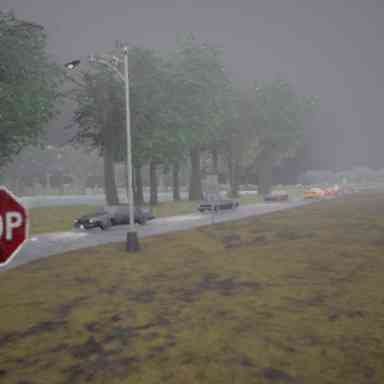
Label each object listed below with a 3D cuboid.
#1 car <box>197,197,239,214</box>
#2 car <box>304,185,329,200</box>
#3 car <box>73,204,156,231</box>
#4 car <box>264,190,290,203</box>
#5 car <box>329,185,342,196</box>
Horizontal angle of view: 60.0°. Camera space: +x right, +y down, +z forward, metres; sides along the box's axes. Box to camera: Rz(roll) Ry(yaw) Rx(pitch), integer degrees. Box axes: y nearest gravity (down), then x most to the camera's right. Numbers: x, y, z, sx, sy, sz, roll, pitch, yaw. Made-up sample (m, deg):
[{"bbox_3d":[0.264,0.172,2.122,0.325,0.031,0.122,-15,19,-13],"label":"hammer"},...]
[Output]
[{"bbox_3d":[2.445,1.197,30.462,1.895,1.301,4.718,-2,1,35],"label":"car"},{"bbox_3d":[16.881,0.206,45.808,1.882,1.535,5.008,-2,1,35],"label":"car"},{"bbox_3d":[-4.566,1.476,20.529,2.033,1.411,5.357,-2,0,35],"label":"car"},{"bbox_3d":[10.793,0.540,42.247,1.882,1.535,5.008,-2,1,36],"label":"car"},{"bbox_3d":[23.238,-0.356,54.853,2.097,1.767,4.553,-2,1,36],"label":"car"}]
